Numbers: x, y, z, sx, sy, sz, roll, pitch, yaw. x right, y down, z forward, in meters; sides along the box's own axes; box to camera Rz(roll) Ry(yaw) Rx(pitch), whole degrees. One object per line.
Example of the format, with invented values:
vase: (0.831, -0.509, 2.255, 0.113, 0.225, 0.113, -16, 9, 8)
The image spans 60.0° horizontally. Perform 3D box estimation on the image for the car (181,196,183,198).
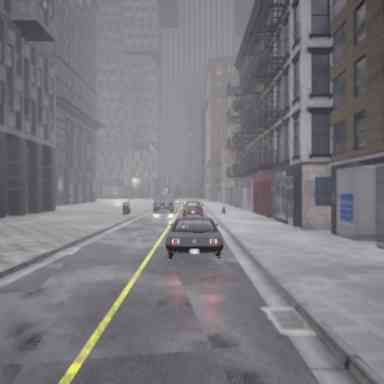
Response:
car: (-3.020, 1.194, 79.160, 2.033, 1.411, 5.357, 0, 0, 0)

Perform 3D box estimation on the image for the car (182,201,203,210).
car: (0.088, 1.540, 30.532, 1.812, 1.442, 4.674, 0, 0, 0)

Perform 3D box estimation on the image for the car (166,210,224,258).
car: (0.089, 1.606, 12.823, 1.895, 1.301, 4.718, 0, 0, 0)

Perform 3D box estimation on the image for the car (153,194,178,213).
car: (-3.105, 1.239, 37.584, 2.150, 2.045, 5.566, 0, 0, 0)
